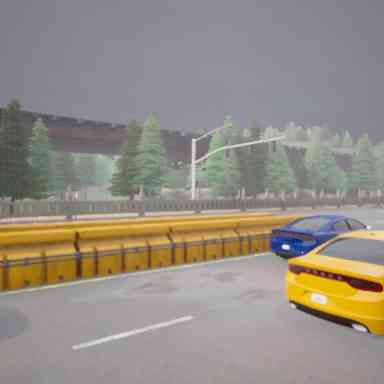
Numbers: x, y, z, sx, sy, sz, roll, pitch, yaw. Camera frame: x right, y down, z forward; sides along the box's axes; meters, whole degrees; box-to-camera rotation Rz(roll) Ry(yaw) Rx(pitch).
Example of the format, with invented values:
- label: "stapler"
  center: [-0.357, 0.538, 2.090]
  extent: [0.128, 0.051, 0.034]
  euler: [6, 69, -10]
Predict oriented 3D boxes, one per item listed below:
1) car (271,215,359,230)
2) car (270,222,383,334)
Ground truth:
- label: "car"
  center: [4.861, 1.524, 11.523]
  extent: [5.008, 1.535, 1.882]
  euler: [0, 0, -36]
- label: "car"
  center: [3.984, 1.509, 6.590]
  extent: [5.008, 1.535, 1.882]
  euler: [0, 0, -36]
